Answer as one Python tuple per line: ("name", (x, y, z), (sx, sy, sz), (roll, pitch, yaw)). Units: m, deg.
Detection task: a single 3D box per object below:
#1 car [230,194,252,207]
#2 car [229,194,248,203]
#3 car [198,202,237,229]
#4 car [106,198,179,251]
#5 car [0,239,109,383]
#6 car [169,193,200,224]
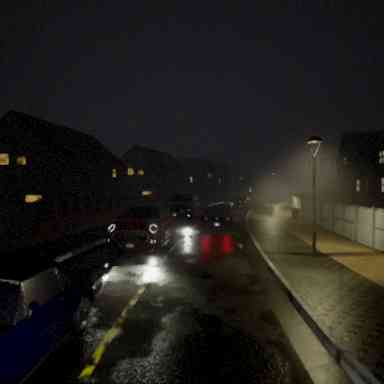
("car", (6.690, 1.233, 43.528), (2.033, 1.411, 5.357), (0, 1, 17))
("car", (7.973, 1.087, 56.306), (2.033, 1.411, 5.357), (0, 1, 22))
("car", (1.728, 1.528, 21.104), (1.895, 1.301, 4.718), (0, 0, 8))
("car", (-2.001, 1.320, 14.084), (2.097, 1.767, 4.553), (0, 0, 6))
("car", (-2.654, 1.597, 3.967), (1.895, 1.301, 4.718), (0, 0, 2))
("car", (-0.698, 1.116, 24.553), (2.150, 2.045, 5.566), (0, 0, 10))
